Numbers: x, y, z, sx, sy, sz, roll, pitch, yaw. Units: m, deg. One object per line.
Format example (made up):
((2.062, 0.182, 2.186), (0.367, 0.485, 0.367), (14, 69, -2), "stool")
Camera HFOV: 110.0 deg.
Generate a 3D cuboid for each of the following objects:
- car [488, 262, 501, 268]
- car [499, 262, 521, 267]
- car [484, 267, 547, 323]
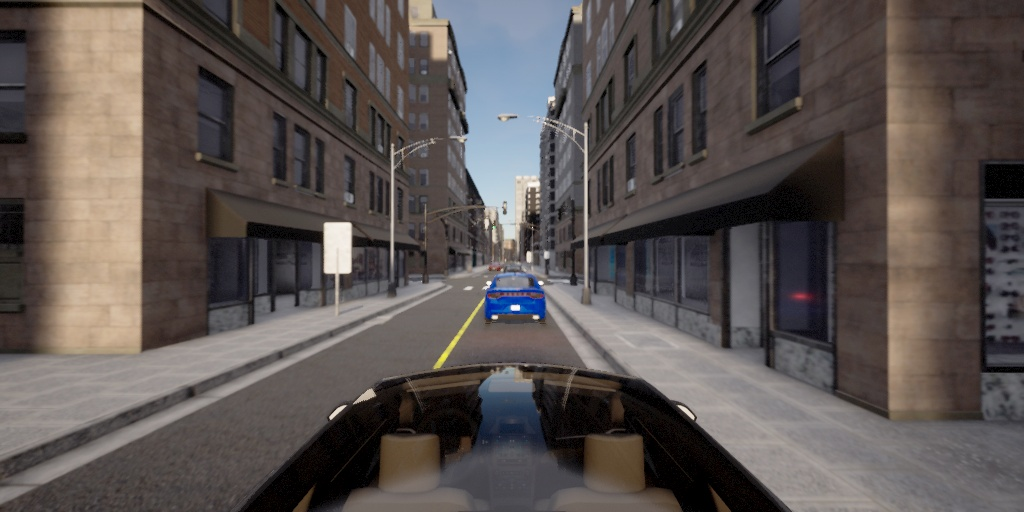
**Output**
((-2.798, 1.727, 58.220), (1.882, 1.535, 5.008), (0, -1, 0), "car")
((0.112, 1.502, 30.211), (1.837, 1.490, 4.892), (0, 0, 0), "car")
((0.102, 1.316, 12.554), (1.882, 1.535, 5.008), (0, 0, 0), "car")
